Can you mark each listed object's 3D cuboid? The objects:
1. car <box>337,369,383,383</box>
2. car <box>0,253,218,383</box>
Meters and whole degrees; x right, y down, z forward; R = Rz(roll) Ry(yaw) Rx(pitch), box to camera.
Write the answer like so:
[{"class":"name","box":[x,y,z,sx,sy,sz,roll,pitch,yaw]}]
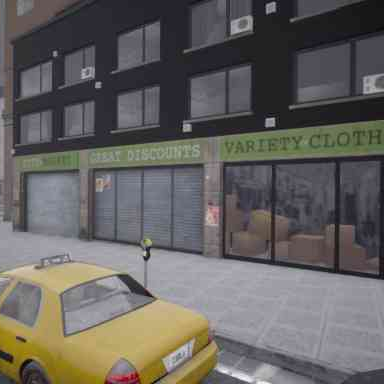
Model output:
[{"class":"car","box":[2.689,1.551,1.177,4.403,1.369,2.008,0,1,35]},{"class":"car","box":[-2.003,1.524,4.510,4.829,1.417,1.752,0,1,35]}]
